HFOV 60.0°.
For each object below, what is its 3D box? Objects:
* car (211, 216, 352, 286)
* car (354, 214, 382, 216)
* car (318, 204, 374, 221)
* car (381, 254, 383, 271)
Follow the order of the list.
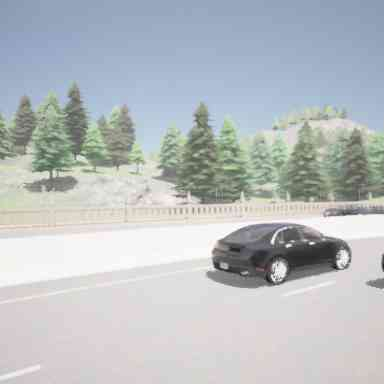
[{"bbox_3d":[2.828,1.661,9.976,4.892,1.490,1.837,0,-1,-35],"label":"car"},{"bbox_3d":[15.837,1.940,29.139,4.181,1.385,1.994,0,-1,-22],"label":"car"},{"bbox_3d":[15.112,1.936,32.635,4.902,1.511,2.128,0,-1,-22],"label":"car"},{"bbox_3d":[7.036,1.696,8.631,4.718,1.301,1.895,0,-1,-33],"label":"car"}]
